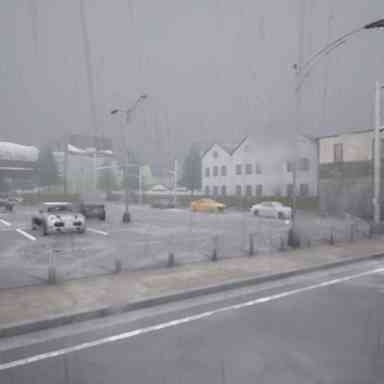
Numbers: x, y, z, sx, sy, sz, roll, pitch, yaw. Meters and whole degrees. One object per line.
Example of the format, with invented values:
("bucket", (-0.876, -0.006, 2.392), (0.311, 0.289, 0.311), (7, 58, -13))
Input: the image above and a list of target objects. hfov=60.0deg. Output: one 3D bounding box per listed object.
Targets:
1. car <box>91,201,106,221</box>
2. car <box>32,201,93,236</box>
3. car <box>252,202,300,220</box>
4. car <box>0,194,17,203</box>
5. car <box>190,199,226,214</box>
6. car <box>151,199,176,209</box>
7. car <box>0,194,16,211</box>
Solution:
("car", (-7.896, 1.401, 24.702), (2.007, 1.523, 4.514), (1, 0, -36))
("car", (-6.775, 1.294, 16.838), (1.970, 1.475, 3.806), (1, 0, -36))
("car", (7.372, 1.609, 29.703), (1.812, 1.442, 4.674), (1, 0, -36))
("car", (-40.364, 1.431, 72.224), (3.866, 1.878, 1.905), (1, 0, -36))
("car", (1.775, 1.561, 37.552), (1.882, 1.535, 5.008), (1, -1, -35))
("car", (-3.984, 1.648, 45.710), (1.994, 1.385, 4.181), (1, 0, -35))
("car", (-21.266, 1.140, 37.122), (1.905, 1.878, 3.866), (1, 0, -36))
